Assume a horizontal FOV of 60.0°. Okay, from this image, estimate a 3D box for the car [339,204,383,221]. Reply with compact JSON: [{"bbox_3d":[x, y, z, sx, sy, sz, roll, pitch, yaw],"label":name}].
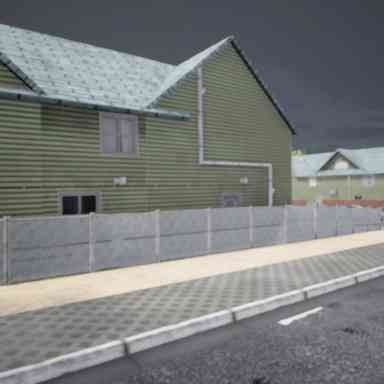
[{"bbox_3d":[13.025,1.707,26.861,1.812,1.442,4.674,-1,0,-36],"label":"car"}]
